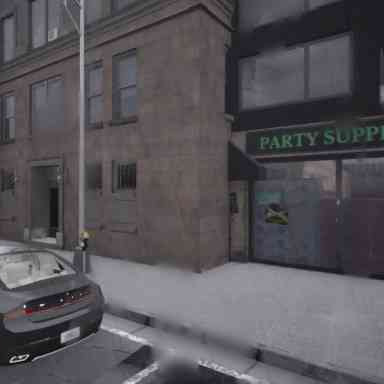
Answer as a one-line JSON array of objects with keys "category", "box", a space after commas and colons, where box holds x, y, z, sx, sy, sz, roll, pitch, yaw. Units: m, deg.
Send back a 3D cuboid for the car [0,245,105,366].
[{"category": "car", "box": [-3.297, 1.551, 5.428, 4.403, 1.369, 2.008, 0, 0, 35]}]
